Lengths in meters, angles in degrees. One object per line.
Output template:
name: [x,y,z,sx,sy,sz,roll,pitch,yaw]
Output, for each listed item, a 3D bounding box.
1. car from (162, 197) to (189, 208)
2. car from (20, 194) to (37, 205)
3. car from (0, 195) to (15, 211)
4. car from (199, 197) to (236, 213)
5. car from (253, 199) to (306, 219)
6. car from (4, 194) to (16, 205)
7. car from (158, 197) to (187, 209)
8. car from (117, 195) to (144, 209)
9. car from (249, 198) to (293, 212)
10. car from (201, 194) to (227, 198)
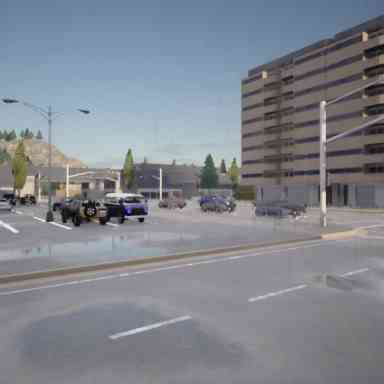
car: [-2.635,1.555,50.838,1.837,1.490,4.892,0,0,-35]
car: [-27.275,1.207,55.347,1.932,1.855,4.605,0,0,-35]
car: [-21.808,1.450,37.892,1.970,1.475,3.806,0,0,-35]
car: [2.832,1.615,37.091,1.994,1.385,4.181,0,0,-35]
car: [7.700,1.615,30.239,1.994,1.385,4.181,0,0,-35]
car: [-29.671,1.210,53.722,1.905,1.878,3.866,0,0,-35]
car: [-2.938,1.615,45.207,1.994,1.385,4.181,0,0,-35]
car: [-10.283,1.652,55.637,1.895,1.301,4.718,0,0,-35]
car: [9.466,1.541,40.180,2.128,1.511,4.902,0,0,-35]
car: [3.201,1.272,42.606,2.150,2.045,5.566,0,0,-35]
